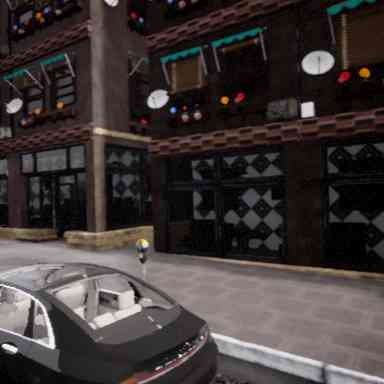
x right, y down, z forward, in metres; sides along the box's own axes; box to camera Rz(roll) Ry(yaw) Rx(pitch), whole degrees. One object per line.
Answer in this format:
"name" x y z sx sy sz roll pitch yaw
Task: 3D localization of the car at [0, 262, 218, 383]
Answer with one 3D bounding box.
"car" -1.826 1.530 3.928 4.403 1.369 2.008 0 -1 33
